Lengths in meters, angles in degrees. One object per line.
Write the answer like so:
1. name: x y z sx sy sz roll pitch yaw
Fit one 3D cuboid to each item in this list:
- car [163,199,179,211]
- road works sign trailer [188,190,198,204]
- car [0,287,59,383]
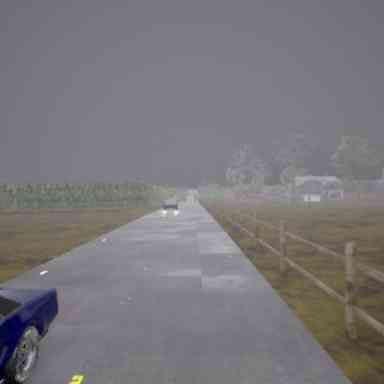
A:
1. car: -2.820 1.655 44.598 1.882 1.535 5.008 0 -1 0
2. road works sign trailer: 0.134 1.142 81.448 2.380 3.560 2.880 0 -1 -5
3. car: -2.851 1.596 2.585 1.895 1.301 4.718 0 0 0
